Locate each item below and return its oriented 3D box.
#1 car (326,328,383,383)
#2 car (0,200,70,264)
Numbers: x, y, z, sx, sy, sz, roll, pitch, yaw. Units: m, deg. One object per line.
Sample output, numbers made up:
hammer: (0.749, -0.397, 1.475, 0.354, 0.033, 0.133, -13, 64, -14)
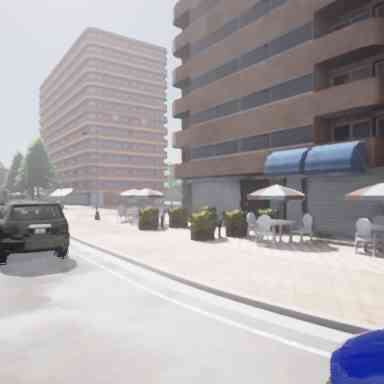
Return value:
car: (3.253, 1.534, 1.883, 4.674, 1.442, 1.812, 0, 0, 33)
car: (-6.316, 1.324, 12.574, 2.150, 2.045, 5.566, 0, 0, -36)
